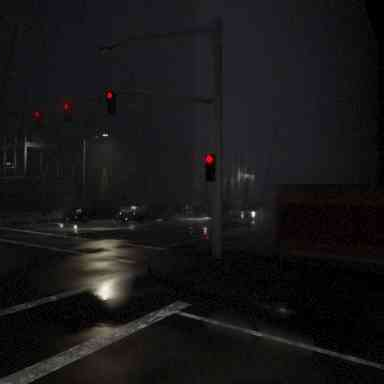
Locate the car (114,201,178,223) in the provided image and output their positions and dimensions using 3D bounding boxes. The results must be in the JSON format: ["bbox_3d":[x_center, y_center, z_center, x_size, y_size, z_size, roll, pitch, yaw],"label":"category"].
[{"bbox_3d":[-3.479,1.656,25.975,1.895,1.301,4.718,0,0,36],"label":"car"}]

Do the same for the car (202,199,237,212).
[{"bbox_3d":[3.529,1.603,41.776,2.033,1.411,5.357,0,0,35],"label":"car"}]

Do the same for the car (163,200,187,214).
[{"bbox_3d":[-2.426,1.560,33.458,1.837,1.490,4.892,0,0,36],"label":"car"}]

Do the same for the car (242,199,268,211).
[{"bbox_3d":[8.008,1.581,41.997,1.812,1.442,4.674,0,0,36],"label":"car"}]

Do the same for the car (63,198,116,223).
[{"bbox_3d":[-7.744,1.407,26.025,2.097,1.767,4.553,0,0,36],"label":"car"}]

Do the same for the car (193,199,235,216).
[{"bbox_3d":[2.037,1.533,33.678,1.882,1.535,5.008,0,0,35],"label":"car"}]
